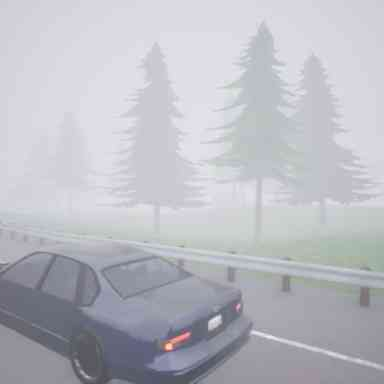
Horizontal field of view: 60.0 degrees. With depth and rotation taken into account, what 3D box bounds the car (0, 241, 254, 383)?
[{"bbox_3d":[-1.750,1.539,5.327,5.357,1.411,2.033,0,0,37],"label":"car"}]
